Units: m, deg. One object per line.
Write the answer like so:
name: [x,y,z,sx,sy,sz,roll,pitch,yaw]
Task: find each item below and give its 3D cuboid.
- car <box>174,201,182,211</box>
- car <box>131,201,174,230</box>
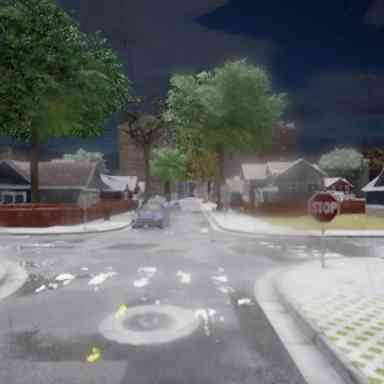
car: [-2.613,2.037,48.539,1.812,1.442,4.674,0,0,0]
car: [-2.752,1.587,23.144,2.097,1.767,4.553,0,-1,4]
